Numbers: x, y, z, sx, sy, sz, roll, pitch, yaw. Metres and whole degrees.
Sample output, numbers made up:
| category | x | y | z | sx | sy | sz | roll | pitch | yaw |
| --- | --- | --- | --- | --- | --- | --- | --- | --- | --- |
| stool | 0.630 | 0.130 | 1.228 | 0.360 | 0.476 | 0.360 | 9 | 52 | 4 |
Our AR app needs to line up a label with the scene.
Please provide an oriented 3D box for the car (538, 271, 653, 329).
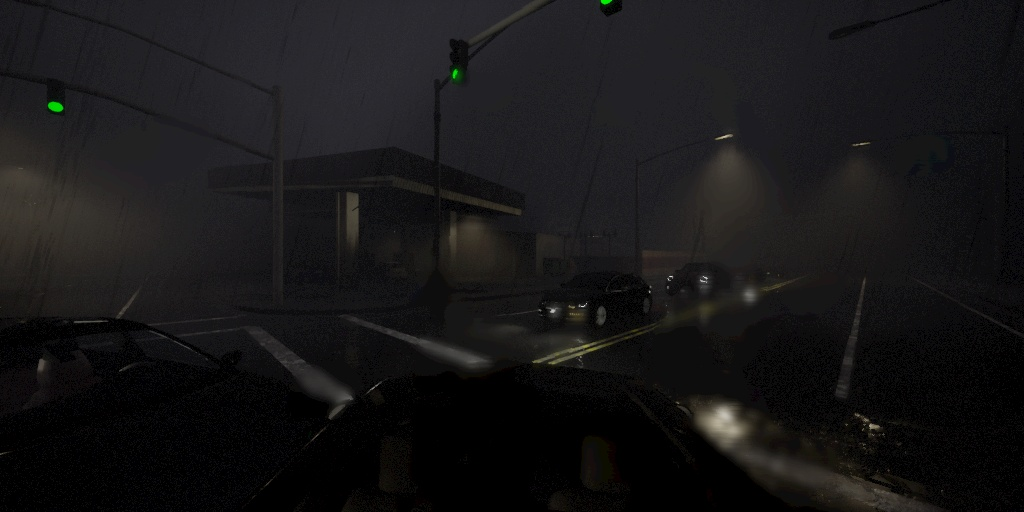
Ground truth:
| category | x | y | z | sx | sy | sz | roll | pitch | yaw |
| --- | --- | --- | --- | --- | --- | --- | --- | --- | --- |
| car | 2.841 | 1.255 | 11.520 | 1.837 | 1.490 | 4.892 | 0 | 0 | 44 |

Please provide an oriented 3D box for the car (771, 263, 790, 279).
| category | x | y | z | sx | sy | sz | roll | pitch | yaw |
| --- | --- | --- | --- | --- | --- | --- | --- | --- | --- |
| car | 23.667 | 1.314 | 32.403 | 4.181 | 1.385 | 1.994 | 0 | 0 | -45 |

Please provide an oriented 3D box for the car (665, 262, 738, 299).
| category | x | y | z | sx | sy | sz | roll | pitch | yaw |
| --- | --- | --- | --- | --- | --- | --- | --- | --- | --- |
| car | 9.656 | 1.102 | 18.390 | 2.097 | 1.767 | 4.553 | 0 | 0 | 45 |

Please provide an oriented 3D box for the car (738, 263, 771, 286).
| category | x | y | z | sx | sy | sz | roll | pitch | yaw |
| --- | --- | --- | --- | --- | --- | --- | --- | --- | --- |
| car | 16.559 | 1.314 | 25.324 | 1.994 | 1.385 | 4.181 | 0 | 0 | 44 |

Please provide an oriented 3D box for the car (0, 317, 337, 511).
| category | x | y | z | sx | sy | sz | roll | pitch | yaw |
| --- | --- | --- | --- | --- | --- | --- | --- | --- | --- |
| car | -3.430 | 1.242 | 2.480 | 4.902 | 1.511 | 2.128 | 0 | 0 | 15 |
